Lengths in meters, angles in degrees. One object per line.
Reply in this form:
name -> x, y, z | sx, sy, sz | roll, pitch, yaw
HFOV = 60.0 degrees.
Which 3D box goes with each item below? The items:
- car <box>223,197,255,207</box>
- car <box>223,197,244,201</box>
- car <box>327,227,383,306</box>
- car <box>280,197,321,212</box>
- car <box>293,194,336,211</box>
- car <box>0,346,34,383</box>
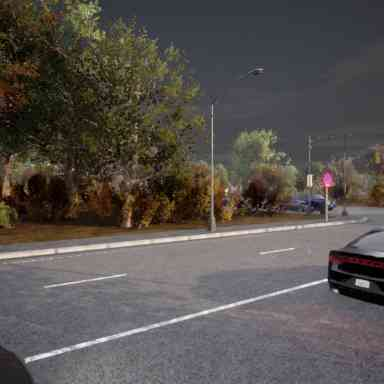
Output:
car -> 7.358, 1.521, 52.289 | 2.033, 1.411, 5.357 | 0, 0, -32
car -> 5.335, 1.509, 48.944 | 1.812, 1.442, 4.674 | 0, 0, -32
car -> 5.051, 1.478, 7.370 | 5.008, 1.535, 1.882 | 0, 0, -36
car -> 12.144, 1.564, 38.215 | 1.994, 1.385, 4.181 | 0, 0, -32
car -> 14.746, 1.221, 40.685 | 2.150, 2.045, 5.566 | 0, 0, -31
car -> -3.280, 1.503, 1.397 | 4.892, 1.490, 1.837 | 1, 0, -36
